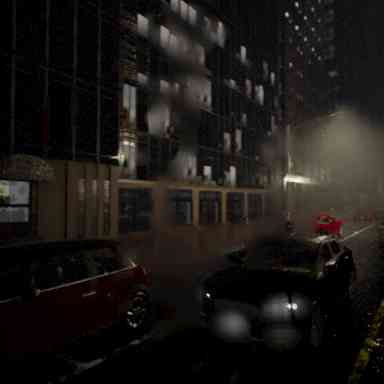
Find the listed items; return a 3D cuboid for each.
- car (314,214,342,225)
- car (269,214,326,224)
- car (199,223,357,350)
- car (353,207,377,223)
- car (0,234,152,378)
[{"bbox_3d":[7.309,1.932,18.899,1.887,1.381,4.507,0,-1,35],"label":"car"},{"bbox_3d":[4.031,1.846,14.251,2.008,1.369,4.403,0,-1,35],"label":"car"},{"bbox_3d":[1.996,1.634,6.711,2.128,1.511,4.902,-1,-2,35],"label":"car"},{"bbox_3d":[17.146,2.211,32.844,1.887,1.381,4.507,0,-1,35],"label":"car"},{"bbox_3d":[-2.525,1.551,4.956,1.967,1.590,4.097,0,-1,35],"label":"car"}]
